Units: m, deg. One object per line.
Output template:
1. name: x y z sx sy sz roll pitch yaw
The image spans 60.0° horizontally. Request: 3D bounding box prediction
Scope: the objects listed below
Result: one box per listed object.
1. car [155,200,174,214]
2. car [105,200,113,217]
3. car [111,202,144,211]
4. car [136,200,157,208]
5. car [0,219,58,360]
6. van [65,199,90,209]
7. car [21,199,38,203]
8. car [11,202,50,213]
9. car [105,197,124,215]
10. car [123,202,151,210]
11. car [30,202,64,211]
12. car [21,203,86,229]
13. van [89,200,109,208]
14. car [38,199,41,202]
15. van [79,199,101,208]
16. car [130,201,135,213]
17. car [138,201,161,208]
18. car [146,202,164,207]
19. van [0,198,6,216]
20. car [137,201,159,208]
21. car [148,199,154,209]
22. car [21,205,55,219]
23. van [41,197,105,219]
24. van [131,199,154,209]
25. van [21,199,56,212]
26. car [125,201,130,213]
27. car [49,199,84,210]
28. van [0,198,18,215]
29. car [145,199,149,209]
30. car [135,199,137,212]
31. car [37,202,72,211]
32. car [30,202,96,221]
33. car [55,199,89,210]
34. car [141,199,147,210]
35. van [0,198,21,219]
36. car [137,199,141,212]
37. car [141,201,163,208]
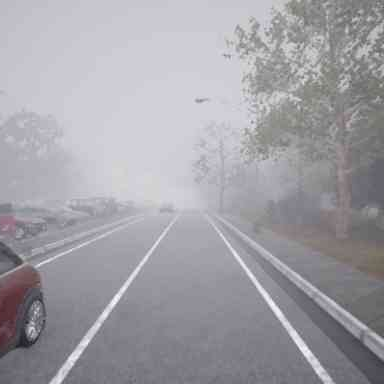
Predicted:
1. car: -3.336 2.147 44.673 2.033 1.411 5.357 0 -1 0
2. car: -10.336 1.798 31.461 4.792 1.488 2.163 0 -1 0
3. car: -10.282 2.321 53.638 4.892 1.521 2.231 0 -1 0
4. car: -10.302 2.778 75.841 4.553 1.767 2.185 0 -2 0
5. car: -3.348 1.369 3.312 2.097 1.767 4.553 0 0 0
6. van: -23.240 2.459 67.609 4.442 1.987 1.878 0 -2 0
7. car: -23.349 1.778 42.562 5.566 2.045 2.435 0 -2 0
8. car: -23.370 2.217 48.218 4.674 1.452 2.002 0 -1 0
9. car: -10.332 1.560 34.218 5.566 2.045 2.435 0 -1 0
10. car: -10.253 2.567 61.963 4.792 1.488 2.163 0 -1 0
11. car: -23.371 2.359 53.631 4.674 1.452 2.002 0 -2 0
12. car: -10.283 1.714 23.126 4.792 1.488 2.163 0 -1 0
13. van: -23.461 2.929 84.093 4.442 1.987 1.878 0 -2 0
14. car: -23.369 2.105 45.449 5.008 1.535 2.097 0 -1 0
15. van: -23.242 2.680 75.933 4.442 1.987 1.878 0 -2 0
16. car: -10.292 2.029 42.537 5.008 1.535 2.097 0 -2 0
17. car: -10.452 3.064 81.382 5.366 1.575 1.946 0 -2 0
18. car: -10.264 3.447 92.477 4.892 1.521 2.231 0 -2 0
19. van: -23.498 1.661 37.148 4.442 1.987 1.878 0 -2 0
20. car: -10.262 2.983 78.616 4.892 1.521 2.231 0 -2 0
21. car: -10.099 2.462 59.189 5.366 1.575 1.946 0 -1 0
22. car: -10.323 1.628 17.576 5.008 1.535 2.097 0 -1 0
23. van: -10.192 1.514 28.682 4.442 1.987 1.878 0 -1 0
24. van: -10.392 2.530 70.296 4.442 1.987 1.878 0 -1 0
25. van: -23.487 2.021 50.869 4.442 1.987 1.878 0 -1 0
26. car: -10.302 1.996 39.761 4.674 1.452 2.002 0 -2 0
27. car: -23.333 2.289 62.072 5.566 2.045 2.435 0 -2 0
28. van: -23.496 1.731 39.792 4.442 1.987 1.878 0 -1 0
29. car: -10.293 2.393 56.414 4.892 1.521 2.231 0 -1 0
30. car: -10.264 1.976 45.316 4.553 1.767 2.185 0 -2 0
31. car: -23.360 2.395 56.526 5.008 1.535 2.097 0 -1 0
32. car: -10.313 1.752 25.903 4.674 1.452 2.002 0 -1 0
33. car: -23.331 2.361 64.842 5.566 2.045 2.435 0 -2 0
34. car: -10.105 2.244 50.863 5.366 1.575 1.946 0 -2 0
35. van: -10.436 1.374 14.802 4.442 1.987 1.878 0 -1 0
36. car: -10.262 2.049 48.091 4.553 1.767 2.185 0 -1 0
37. car: -10.079 3.151 84.034 5.366 1.575 1.946 0 -2 0
